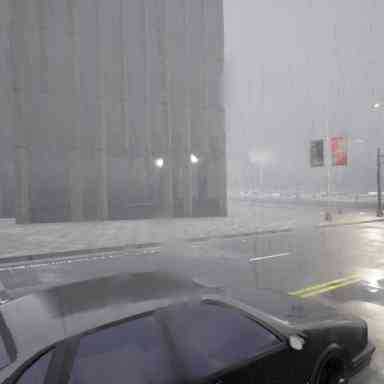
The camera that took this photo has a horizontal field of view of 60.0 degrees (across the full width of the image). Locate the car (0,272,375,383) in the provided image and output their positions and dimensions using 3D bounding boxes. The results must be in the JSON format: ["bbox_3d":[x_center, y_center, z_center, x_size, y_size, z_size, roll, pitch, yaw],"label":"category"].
[{"bbox_3d":[-0.447,1.547,3.105,5.357,1.411,2.033,0,0,-36],"label":"car"}]
